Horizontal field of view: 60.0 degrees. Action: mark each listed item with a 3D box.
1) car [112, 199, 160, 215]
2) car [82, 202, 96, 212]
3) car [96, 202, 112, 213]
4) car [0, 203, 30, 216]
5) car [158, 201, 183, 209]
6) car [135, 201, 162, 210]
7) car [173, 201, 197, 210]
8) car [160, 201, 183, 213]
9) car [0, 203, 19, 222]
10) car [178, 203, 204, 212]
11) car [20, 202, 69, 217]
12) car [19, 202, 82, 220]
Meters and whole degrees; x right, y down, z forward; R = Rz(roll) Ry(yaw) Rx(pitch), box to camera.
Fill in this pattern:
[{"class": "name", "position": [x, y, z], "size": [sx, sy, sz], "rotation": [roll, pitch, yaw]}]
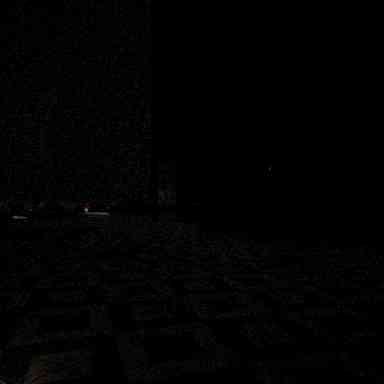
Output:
[{"class": "car", "position": [-6.660, 1.792, 40.015], "size": [2.192, 1.841, 5.009], "rotation": [-1, -2, 35]}, {"class": "car", "position": [-13.596, 2.016, 44.963], "size": [1.887, 1.381, 4.507], "rotation": [-1, -2, 35]}, {"class": "car", "position": [-10.181, 2.033, 45.129], "size": [1.812, 1.442, 4.674], "rotation": [0, -1, 36]}, {"class": "car", "position": [-20.147, 1.842, 35.772], "size": [2.008, 1.369, 4.403], "rotation": [-1, -1, 35]}, {"class": "car", "position": [-3.770, 2.306, 58.748], "size": [2.008, 1.369, 4.403], "rotation": [-1, -2, 35]}, {"class": "car", "position": [-7.045, 2.210, 54.153], "size": [2.008, 1.369, 4.403], "rotation": [-1, -2, 35]}, {"class": "car", "position": [-1.151, 2.339, 57.640], "size": [1.994, 1.385, 4.181], "rotation": [0, -1, 36]}, {"class": "car", "position": [-3.383, 2.114, 44.604], "size": [1.887, 1.381, 4.507], "rotation": [-1, -2, 35]}, {"class": "car", "position": [-16.486, 1.775, 26.222], "size": [1.947, 1.339, 4.313], "rotation": [-1, -2, 35]}, {"class": "car", "position": [-0.103, 2.246, 49.204], "size": [1.802, 1.307, 4.206], "rotation": [-1, -2, 36]}, {"class": "car", "position": [-16.181, 1.867, 36.728], "size": [1.812, 1.442, 4.674], "rotation": [0, -1, 36]}, {"class": "car", "position": [-13.112, 1.824, 30.956], "size": [1.752, 1.417, 4.829], "rotation": [-1, -2, 35]}]
